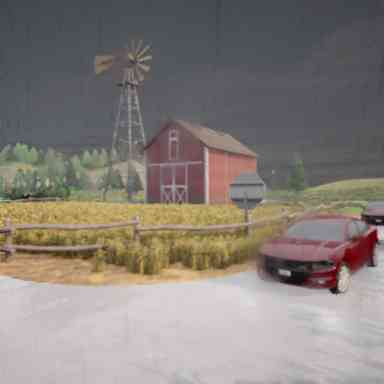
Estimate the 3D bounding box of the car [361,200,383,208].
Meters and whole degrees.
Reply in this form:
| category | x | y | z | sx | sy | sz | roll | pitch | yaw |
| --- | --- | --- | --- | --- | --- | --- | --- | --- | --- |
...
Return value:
| category | x | y | z | sx | sy | sz | roll | pitch | yaw |
| --- | --- | --- | --- | --- | --- | --- | --- | --- | --- |
| car | 11.149 | 1.211 | 19.536 | 1.882 | 1.535 | 5.008 | 0 | 1 | 34 |

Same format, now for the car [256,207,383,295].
| category | x | y | z | sx | sy | sz | roll | pitch | yaw |
| --- | --- | --- | --- | --- | --- | --- | --- | --- | --- |
| car | 3.514 | 1.369 | 8.806 | 1.882 | 1.535 | 5.008 | 0 | 1 | 40 |
